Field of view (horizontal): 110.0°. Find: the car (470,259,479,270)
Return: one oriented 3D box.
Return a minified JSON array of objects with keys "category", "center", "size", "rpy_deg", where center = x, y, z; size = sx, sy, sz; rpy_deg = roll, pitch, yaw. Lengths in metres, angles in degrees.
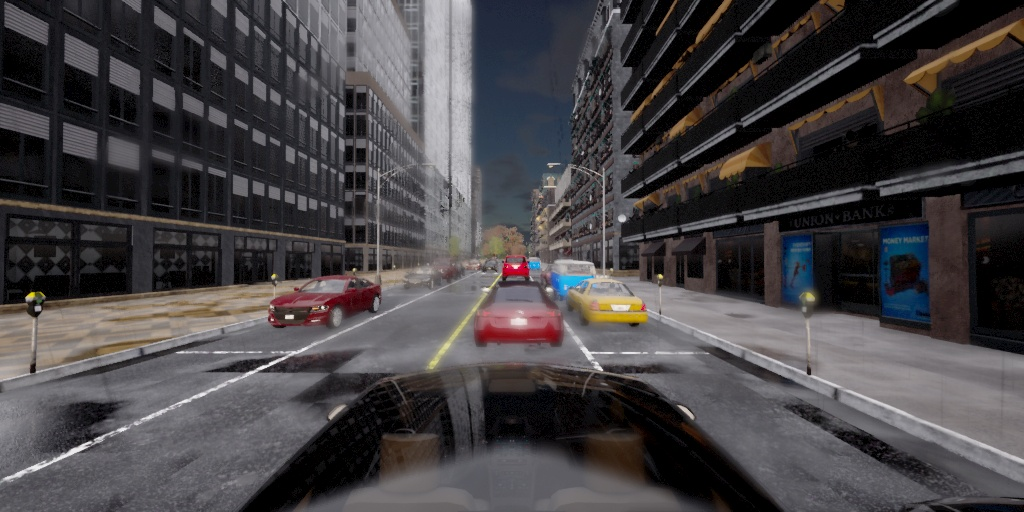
[{"category":"car","center":[-5.305,1.205,50.911],"size":[1.967,1.591,4.097],"rpy_deg":[0,0,0]}]

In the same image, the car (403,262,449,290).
[{"category":"car","center":[-5.527,1.306,22.625],"size":[2.007,1.370,4.403],"rpy_deg":[0,0,0]}]

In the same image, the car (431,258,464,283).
[{"category":"car","center":[-5.483,1.072,28.282],"size":[2.192,1.841,5.009],"rpy_deg":[0,0,0]}]

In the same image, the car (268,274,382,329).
[{"category":"car","center":[-5.616,1.298,11.311],"size":[1.888,1.381,4.507],"rpy_deg":[0,0,0]}]

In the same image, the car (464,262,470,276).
[{"category":"car","center":[-5.438,1.325,33.939],"size":[1.948,1.339,4.313],"rpy_deg":[0,0,0]}]

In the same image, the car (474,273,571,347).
[{"category":"car","center":[0.157,1.316,9.319],"size":[1.994,1.385,4.181],"rpy_deg":[0,0,0]}]

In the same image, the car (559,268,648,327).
[{"category":"car","center":[2.766,1.278,11.422],"size":[1.751,1.417,4.829],"rpy_deg":[0,0,0]}]

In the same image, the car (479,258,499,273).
[{"category":"car","center":[-2.688,1.271,44.934],"size":[1.837,1.490,4.892],"rpy_deg":[0,-1,1]}]

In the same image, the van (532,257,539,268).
[{"category":"van","center":[3.076,1.106,50.852],"size":[1.690,1.789,3.998],"rpy_deg":[0,0,0]}]

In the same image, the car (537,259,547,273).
[{"category":"car","center":[2.853,1.196,22.566],"size":[1.967,1.591,4.097],"rpy_deg":[0,0,0]}]

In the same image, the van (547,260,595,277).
[{"category":"van","center":[2.809,1.095,16.909],"size":[1.690,1.789,3.998],"rpy_deg":[0,0,0]}]

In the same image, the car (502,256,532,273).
[{"category":"car","center":[0.318,0.980,30.070],"size":[2.150,2.045,5.566],"rpy_deg":[0,0,1]}]
